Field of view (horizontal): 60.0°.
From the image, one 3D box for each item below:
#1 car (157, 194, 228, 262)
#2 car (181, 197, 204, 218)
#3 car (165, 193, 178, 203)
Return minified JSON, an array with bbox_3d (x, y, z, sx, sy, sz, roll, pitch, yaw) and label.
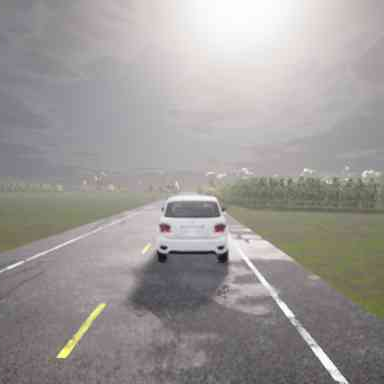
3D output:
[{"bbox_3d":[0.037,1.135,11.891,2.150,2.045,5.566,0,1,1],"label":"car"},{"bbox_3d":[0.066,1.261,29.186,1.882,1.535,5.008,0,1,1],"label":"car"},{"bbox_3d":[-3.536,1.044,58.055,1.882,1.535,5.008,0,0,0],"label":"car"}]
